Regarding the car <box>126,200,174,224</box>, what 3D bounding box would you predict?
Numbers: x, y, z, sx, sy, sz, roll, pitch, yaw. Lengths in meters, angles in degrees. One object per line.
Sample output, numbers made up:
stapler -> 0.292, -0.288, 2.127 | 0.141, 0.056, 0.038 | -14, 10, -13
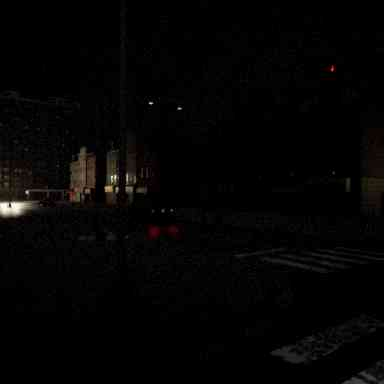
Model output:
car -> -3.325, 1.410, 25.615 | 2.097, 1.767, 4.553 | 1, 0, -35

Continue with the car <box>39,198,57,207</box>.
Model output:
car -> -23.401, 1.681, 53.908 | 2.033, 1.411, 5.357 | 1, 0, -36
